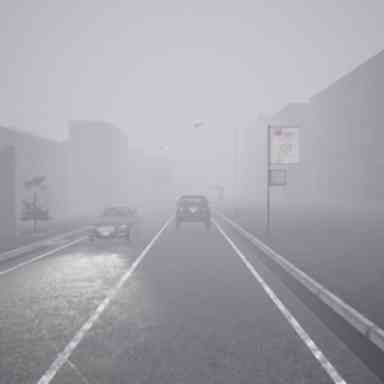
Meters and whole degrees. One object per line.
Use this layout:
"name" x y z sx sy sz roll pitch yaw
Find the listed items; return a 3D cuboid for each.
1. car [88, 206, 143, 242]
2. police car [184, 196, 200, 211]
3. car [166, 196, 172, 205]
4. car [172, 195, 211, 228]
"car" -3.566 1.456 16.155 2.128 1.511 4.902 0 0 0
"police car" -0.035 1.383 41.854 1.930 1.638 5.238 0 0 0
"car" -3.450 1.514 58.160 1.812 1.442 4.674 0 0 1
"car" 0.058 1.179 21.942 2.150 2.045 5.566 0 0 0
